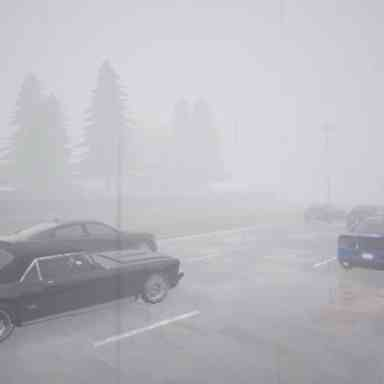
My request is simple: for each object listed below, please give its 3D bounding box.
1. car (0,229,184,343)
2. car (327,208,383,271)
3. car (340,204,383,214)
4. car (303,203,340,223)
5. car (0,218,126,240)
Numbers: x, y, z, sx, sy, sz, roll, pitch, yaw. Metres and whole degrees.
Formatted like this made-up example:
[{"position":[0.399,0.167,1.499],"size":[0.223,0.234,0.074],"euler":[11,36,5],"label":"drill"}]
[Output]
[{"position":[-2.478,1.661,6.481],"size":[4.718,1.301,1.895],"euler":[0,0,-39],"label":"car"},{"position":[6.178,1.479,10.261],"size":[1.882,1.535,5.008],"euler":[-1,0,44],"label":"car"},{"position":[11.282,1.516,20.984],"size":[1.837,1.490,4.892],"euler":[-1,-1,42],"label":"car"},{"position":[10.002,1.535,24.782],"size":[2.128,1.511,4.902],"euler":[-1,0,42],"label":"car"},{"position":[-3.409,1.567,10.437],"size":[5.008,1.535,1.882],"euler":[0,0,-42],"label":"car"}]
